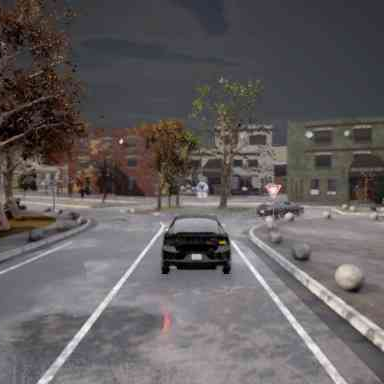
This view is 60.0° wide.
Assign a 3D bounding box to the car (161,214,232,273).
[{"bbox_3d":[0.107,1.447,10.601,1.882,1.535,5.008,0,0,0],"label":"car"}]

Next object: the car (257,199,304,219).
[{"bbox_3d":[7.238,1.336,27.251,4.674,1.442,1.812,-1,1,-39],"label":"car"}]
